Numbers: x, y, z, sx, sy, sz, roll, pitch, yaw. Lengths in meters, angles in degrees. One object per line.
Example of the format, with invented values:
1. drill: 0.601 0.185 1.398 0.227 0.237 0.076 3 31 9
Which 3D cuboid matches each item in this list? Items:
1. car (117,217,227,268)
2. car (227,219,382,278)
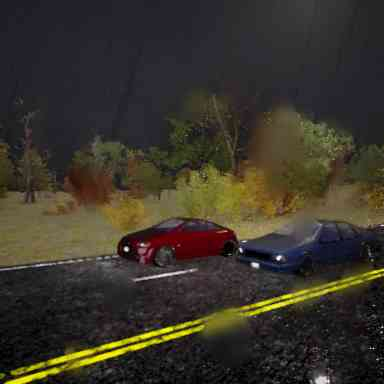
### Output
1. car: -0.386 1.575 11.378 4.181 1.385 1.994 0 0 -35
2. car: 3.861 1.564 10.410 5.357 1.411 2.033 0 0 -35
